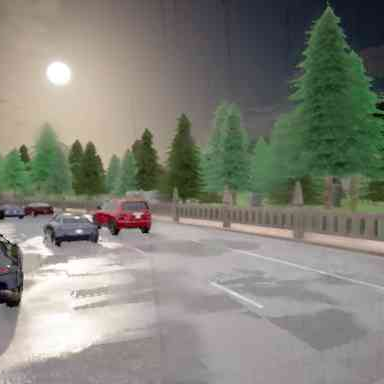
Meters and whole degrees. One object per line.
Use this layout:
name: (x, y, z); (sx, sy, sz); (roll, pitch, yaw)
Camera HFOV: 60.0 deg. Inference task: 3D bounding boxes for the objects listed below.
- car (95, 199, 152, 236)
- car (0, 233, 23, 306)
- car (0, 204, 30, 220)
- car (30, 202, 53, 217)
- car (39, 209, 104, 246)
car: (-4.430, 1.445, 20.508); (2.150, 2.045, 5.566); (0, 0, -33)
car: (-5.042, 1.646, 7.710); (1.994, 1.385, 4.181); (0, -1, -28)
car: (-17.588, 1.881, 31.736); (2.033, 1.411, 5.357); (1, -1, -42)
car: (-16.572, 1.854, 35.720); (1.882, 1.535, 5.008); (1, -1, -43)
car: (-6.106, 1.742, 16.569); (1.994, 1.385, 4.181); (0, -1, -32)
